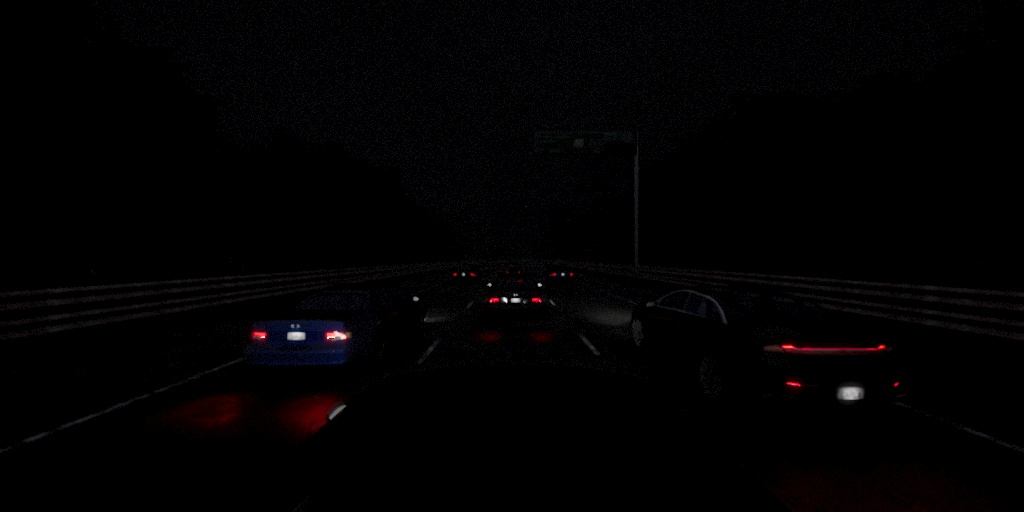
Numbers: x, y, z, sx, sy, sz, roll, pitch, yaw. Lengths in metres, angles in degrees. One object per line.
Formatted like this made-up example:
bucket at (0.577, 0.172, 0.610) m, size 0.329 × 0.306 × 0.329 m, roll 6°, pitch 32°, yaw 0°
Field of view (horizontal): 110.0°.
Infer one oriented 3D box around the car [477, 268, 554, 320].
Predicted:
car at (0.099, 1.319, 12.753) m, size 2.033 × 1.411 × 5.357 m, roll 0°, pitch 0°, yaw 0°

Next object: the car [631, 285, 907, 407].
car at (3.599, 1.250, 6.233) m, size 2.128 × 1.511 × 4.902 m, roll 0°, pitch 0°, yaw 0°

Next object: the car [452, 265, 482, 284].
car at (-3.402, 1.362, 27.775) m, size 2.033 × 1.411 × 5.357 m, roll 0°, pitch 0°, yaw 0°

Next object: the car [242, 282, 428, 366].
car at (-3.400, 1.310, 8.159) m, size 2.033 × 1.411 × 5.357 m, roll 0°, pitch 0°, yaw 0°

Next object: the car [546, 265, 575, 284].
car at (3.600, 1.363, 27.832) m, size 2.033 × 1.411 × 5.357 m, roll 0°, pitch 0°, yaw 0°

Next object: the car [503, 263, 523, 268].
car at (0.099, 1.369, 34.499) m, size 1.812 × 1.442 × 4.674 m, roll 0°, pitch 0°, yaw 0°
